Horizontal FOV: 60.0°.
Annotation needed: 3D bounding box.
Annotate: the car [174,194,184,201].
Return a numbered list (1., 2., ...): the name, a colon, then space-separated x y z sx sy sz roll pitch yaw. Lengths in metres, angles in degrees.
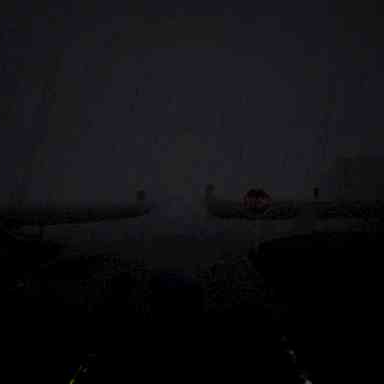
1. car: -2.758 1.133 71.500 2.033 1.411 5.357 0 0 0
